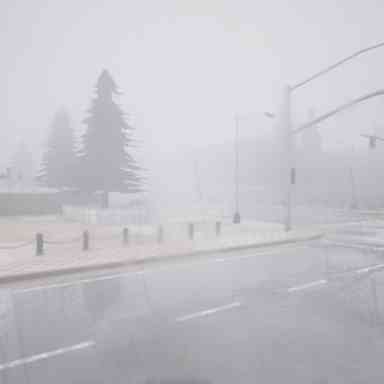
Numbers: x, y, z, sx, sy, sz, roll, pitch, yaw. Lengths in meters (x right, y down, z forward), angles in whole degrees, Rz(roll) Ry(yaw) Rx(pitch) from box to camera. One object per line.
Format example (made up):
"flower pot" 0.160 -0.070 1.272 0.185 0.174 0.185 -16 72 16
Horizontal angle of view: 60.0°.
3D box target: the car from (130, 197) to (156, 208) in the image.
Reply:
"car" -6.589 1.499 44.277 1.837 1.490 4.892 0 0 -35
